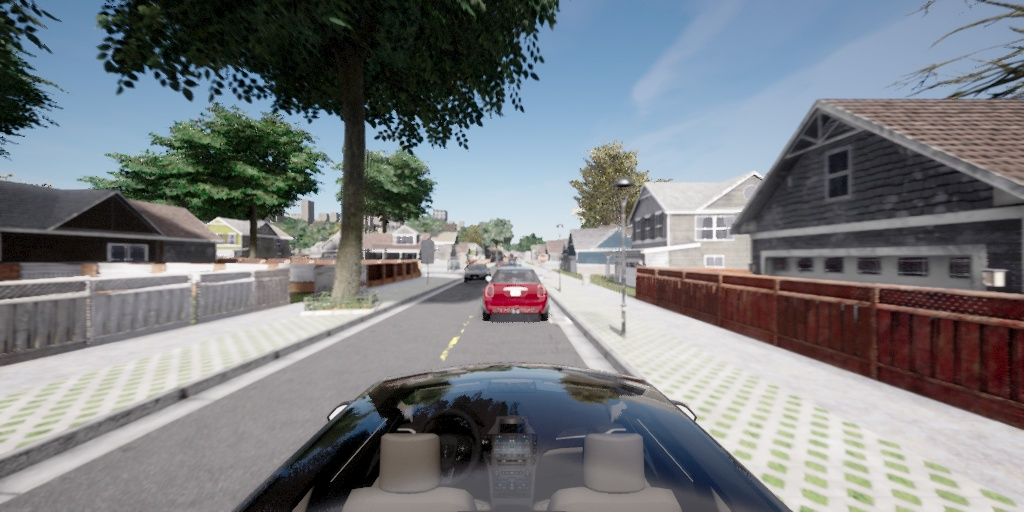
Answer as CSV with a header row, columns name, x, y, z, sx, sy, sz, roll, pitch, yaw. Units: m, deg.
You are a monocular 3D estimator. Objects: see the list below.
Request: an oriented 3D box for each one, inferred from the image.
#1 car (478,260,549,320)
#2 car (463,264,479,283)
name,x,y,z,sx,sy,sz,roll,pitch,yaw
car,0.107,1.147,13.000,2.097,1.767,4.553,0,0,0
car,-2.777,1.387,29.282,1.837,1.490,4.892,0,-1,1
